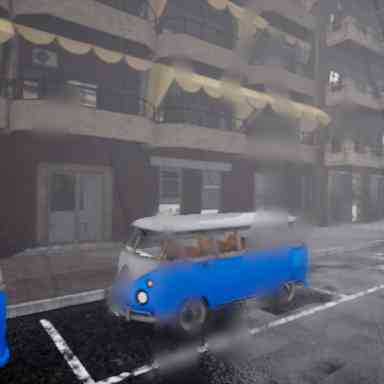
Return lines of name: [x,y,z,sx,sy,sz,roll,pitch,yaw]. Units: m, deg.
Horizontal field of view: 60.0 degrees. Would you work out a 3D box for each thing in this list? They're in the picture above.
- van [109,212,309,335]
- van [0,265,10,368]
van: [0.519,1.330,6.444,3.998,1.788,1.690,0,2,-36]
van: [-3.982,1.345,3.227,3.998,1.788,1.690,0,2,-36]
